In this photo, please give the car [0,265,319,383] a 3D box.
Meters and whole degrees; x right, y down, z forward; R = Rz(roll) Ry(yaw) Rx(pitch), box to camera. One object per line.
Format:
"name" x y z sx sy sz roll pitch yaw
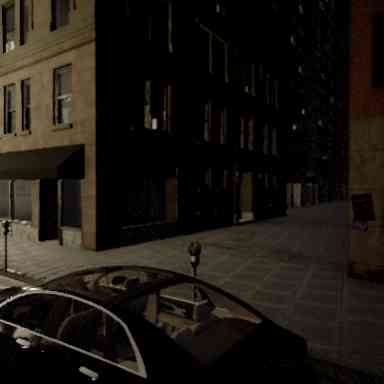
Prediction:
"car" -1.001 1.494 3.550 4.403 1.369 2.008 1 1 35
